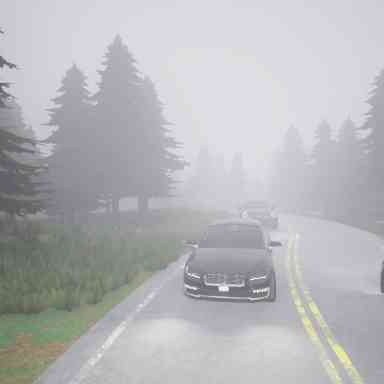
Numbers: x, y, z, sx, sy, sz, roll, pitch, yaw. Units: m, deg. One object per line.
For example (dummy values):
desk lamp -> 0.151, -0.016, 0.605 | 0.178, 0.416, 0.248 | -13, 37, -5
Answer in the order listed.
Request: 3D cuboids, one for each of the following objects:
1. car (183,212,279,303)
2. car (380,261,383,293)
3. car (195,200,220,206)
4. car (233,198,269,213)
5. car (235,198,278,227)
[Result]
car -> 1.100, 1.496, 8.420 | 1.837, 1.490, 4.892 | -1, 0, 13
car -> 4.498, 1.308, 4.646 | 2.097, 1.767, 4.553 | -1, 0, 8
car -> 1.969, 1.798, 44.866 | 1.812, 1.442, 4.674 | 3, -5, -35
car -> 6.242, 1.410, 35.736 | 1.837, 1.490, 4.892 | 2, -1, -15
car -> 3.918, 1.269, 20.489 | 2.097, 1.767, 4.553 | -1, 0, 5
